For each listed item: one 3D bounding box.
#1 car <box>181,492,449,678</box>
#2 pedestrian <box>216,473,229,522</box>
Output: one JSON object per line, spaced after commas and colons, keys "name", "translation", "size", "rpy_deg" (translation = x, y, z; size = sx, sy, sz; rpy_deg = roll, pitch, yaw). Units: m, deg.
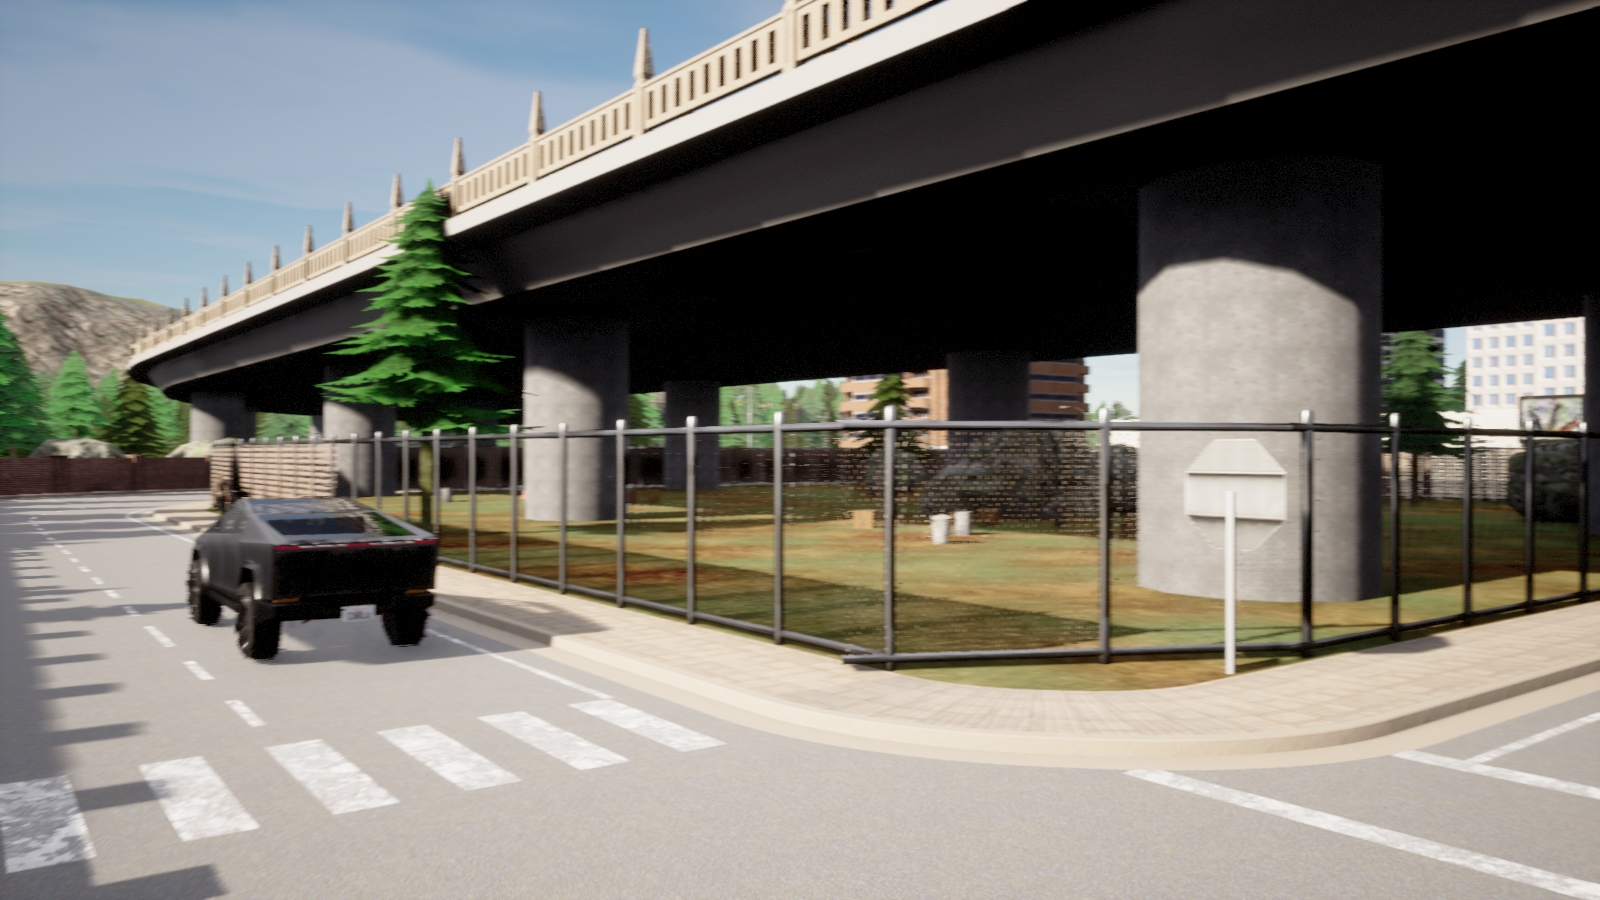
{"name": "car", "translation": [-7.641, 1.802, 17.508], "size": [2.390, 2.098, 6.274], "rpy_deg": [0, 0, -36]}
{"name": "pedestrian", "translation": [-22.285, 1.814, 44.083], "size": [0.375, 1.860, 0.375], "rpy_deg": [0, 0, -36]}
